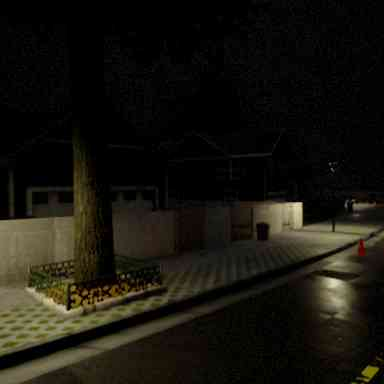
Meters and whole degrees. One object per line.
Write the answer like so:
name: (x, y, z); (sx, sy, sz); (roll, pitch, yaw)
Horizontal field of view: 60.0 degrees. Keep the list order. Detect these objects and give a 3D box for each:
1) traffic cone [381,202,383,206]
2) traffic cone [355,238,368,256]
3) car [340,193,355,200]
traffic cone: (25.744, 1.654, 45.004); (0.340, 0.580, 0.340); (-1, 0, 20)
traffic cone: (5.915, 1.902, 11.602); (0.340, 0.580, 0.340); (0, 0, 41)
car: (33.009, 0.926, 71.317); (1.812, 1.442, 4.674); (-1, 0, -1)
